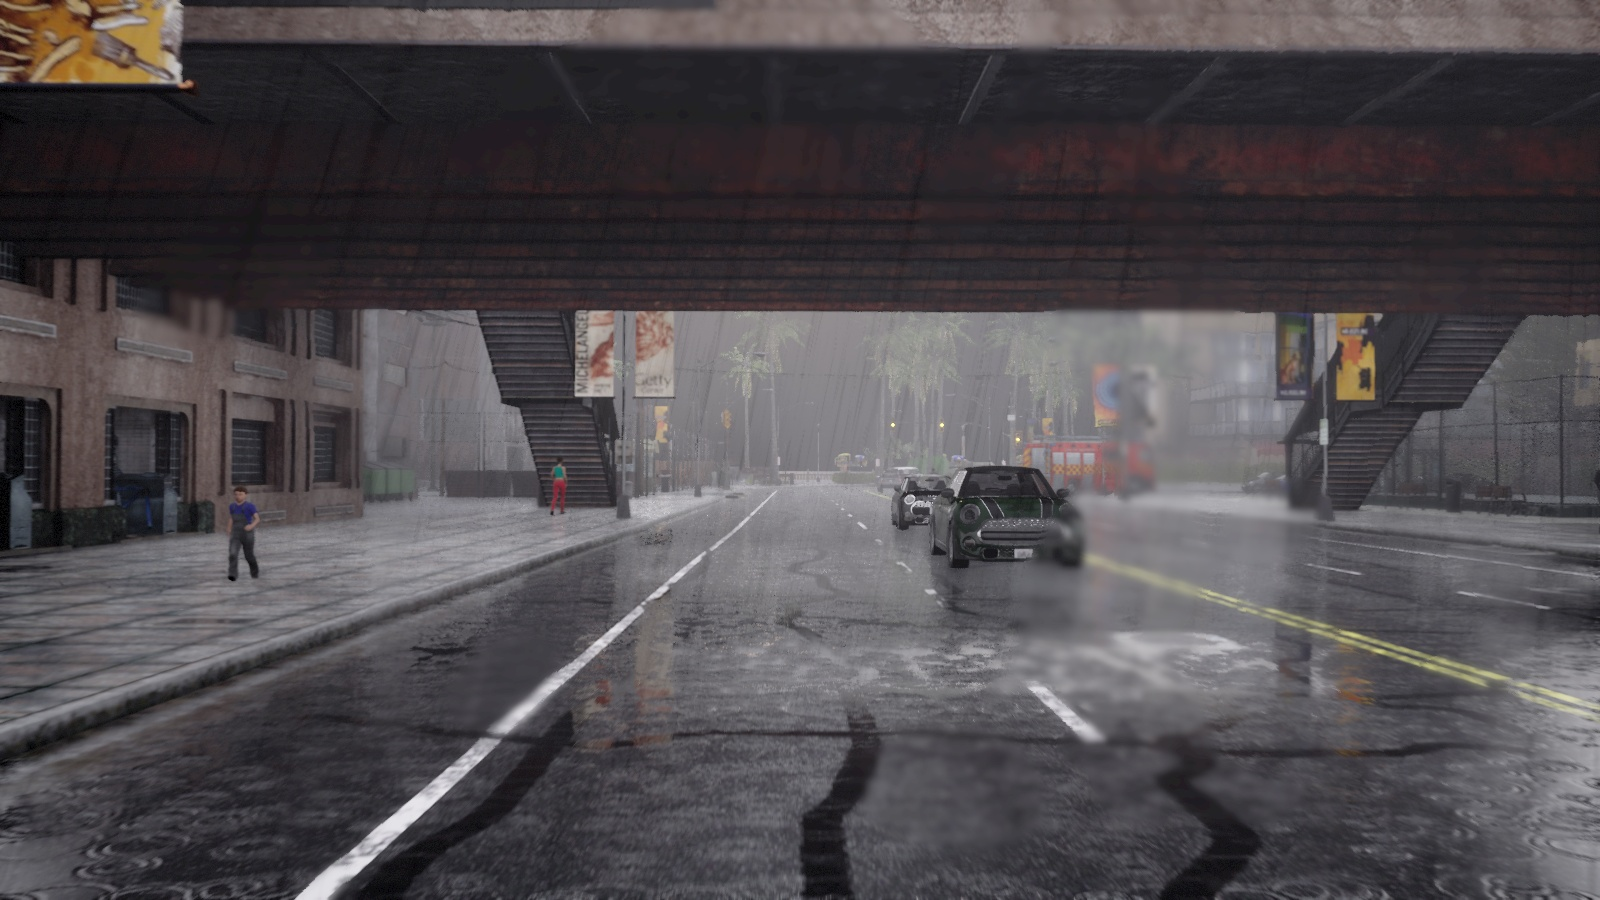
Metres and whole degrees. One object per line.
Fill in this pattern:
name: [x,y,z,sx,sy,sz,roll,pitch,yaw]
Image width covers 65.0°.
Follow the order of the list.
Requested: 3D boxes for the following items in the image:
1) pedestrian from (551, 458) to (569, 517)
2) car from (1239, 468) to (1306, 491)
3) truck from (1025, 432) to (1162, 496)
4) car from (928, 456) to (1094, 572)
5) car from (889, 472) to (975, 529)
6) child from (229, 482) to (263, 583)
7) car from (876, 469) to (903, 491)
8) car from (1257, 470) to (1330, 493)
pedestrian: [-7.533,1.162,39.484,0.345,1.836,0.594,0,-1,12]
car: [33.211,2.058,88.266,3.988,1.617,1.851,0,-1,-1]
truck: [18.433,0.895,78.759,8.468,3.827,2.891,0,-1,-27]
car: [3.468,1.020,21.527,2.097,1.767,4.553,0,-1,0]
car: [3.552,1.343,34.449,1.970,1.475,3.806,0,-1,0]
child: [-7.061,1.048,16.004,0.270,1.263,0.437,0,-1,-5]
car: [6.957,2.324,97.888,1.851,1.617,3.988,0,-1,0]
car: [33.266,2.114,84.778,4.193,1.474,1.816,0,-1,-1]
